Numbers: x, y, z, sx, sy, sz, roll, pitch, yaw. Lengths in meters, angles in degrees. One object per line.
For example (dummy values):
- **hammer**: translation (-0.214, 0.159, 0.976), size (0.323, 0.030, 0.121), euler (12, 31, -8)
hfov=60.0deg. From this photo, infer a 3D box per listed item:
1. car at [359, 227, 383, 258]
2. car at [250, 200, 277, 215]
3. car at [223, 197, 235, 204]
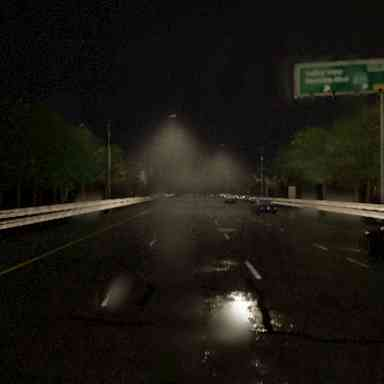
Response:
- **car**: translation (7.004, 1.564, 10.310), size (1.994, 1.385, 4.181), euler (0, 0, 0)
- **car**: translation (7.021, 1.536, 33.029), size (2.033, 1.411, 5.357), euler (0, 0, 0)
- **car**: translation (7.041, 1.547, 63.001), size (1.994, 1.385, 4.181), euler (0, 0, 0)
